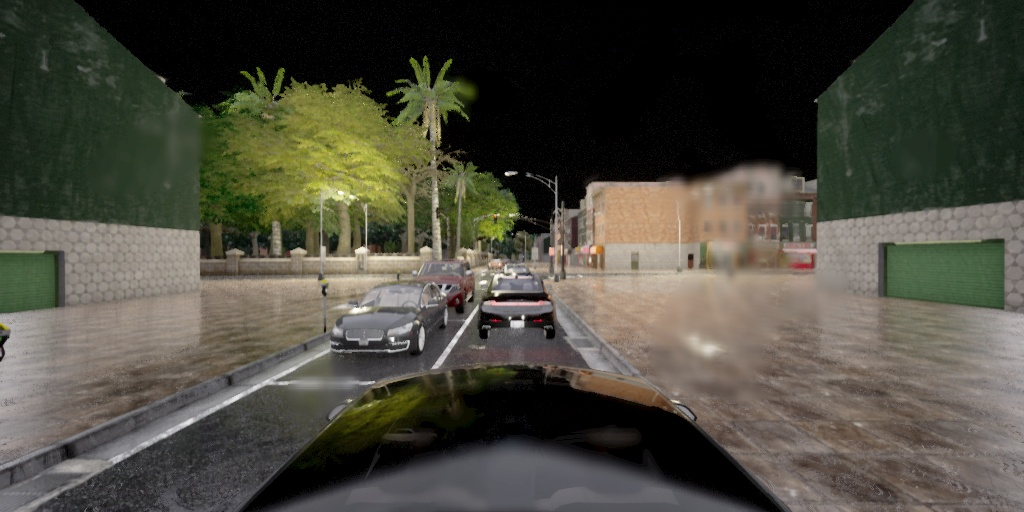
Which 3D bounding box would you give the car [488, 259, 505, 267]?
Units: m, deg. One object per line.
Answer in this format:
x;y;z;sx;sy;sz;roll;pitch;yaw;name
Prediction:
-2.420;1.227;52.125;1.967;1.591;4.097;0;0;0;car

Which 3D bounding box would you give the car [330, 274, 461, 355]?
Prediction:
-2.611;1.292;8.516;2.007;1.370;4.403;0;0;0;car

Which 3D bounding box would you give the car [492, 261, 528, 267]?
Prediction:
0.179;1.228;19.406;2.128;1.511;4.902;0;0;-2;car

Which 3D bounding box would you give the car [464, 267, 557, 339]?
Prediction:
0.130;1.232;10.017;2.128;1.511;4.902;0;0;0;car

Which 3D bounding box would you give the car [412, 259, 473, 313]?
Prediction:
-2.587;1.052;13.979;2.192;1.841;5.009;0;0;0;car
